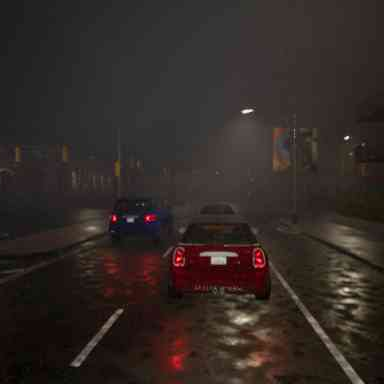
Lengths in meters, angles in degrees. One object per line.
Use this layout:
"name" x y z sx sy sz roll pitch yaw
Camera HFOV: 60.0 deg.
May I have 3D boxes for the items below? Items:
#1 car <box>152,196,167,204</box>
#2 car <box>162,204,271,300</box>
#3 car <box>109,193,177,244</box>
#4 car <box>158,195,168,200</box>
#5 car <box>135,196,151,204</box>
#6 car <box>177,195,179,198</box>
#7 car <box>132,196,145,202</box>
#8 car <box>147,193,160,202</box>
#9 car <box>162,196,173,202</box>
"car" -6.556 1.527 67.002 2.128 1.511 4.902 0 0 5
"car" 0.677 1.357 8.612 2.097 1.767 4.553 0 0 4
"car" -2.277 1.230 16.096 2.150 2.045 5.566 0 0 5
"car" -8.083 1.602 92.863 1.994 1.385 4.181 0 0 4
"car" -9.959 1.527 68.199 2.128 1.511 4.902 0 0 4
"car" -4.576 1.574 92.830 1.812 1.442 4.674 0 0 4
"car" -12.467 1.636 78.046 1.895 1.301 4.718 0 0 4
"car" -9.141 1.267 78.938 2.150 2.045 5.566 0 0 4
"car" -5.665 1.595 78.490 1.994 1.385 4.181 0 0 4
